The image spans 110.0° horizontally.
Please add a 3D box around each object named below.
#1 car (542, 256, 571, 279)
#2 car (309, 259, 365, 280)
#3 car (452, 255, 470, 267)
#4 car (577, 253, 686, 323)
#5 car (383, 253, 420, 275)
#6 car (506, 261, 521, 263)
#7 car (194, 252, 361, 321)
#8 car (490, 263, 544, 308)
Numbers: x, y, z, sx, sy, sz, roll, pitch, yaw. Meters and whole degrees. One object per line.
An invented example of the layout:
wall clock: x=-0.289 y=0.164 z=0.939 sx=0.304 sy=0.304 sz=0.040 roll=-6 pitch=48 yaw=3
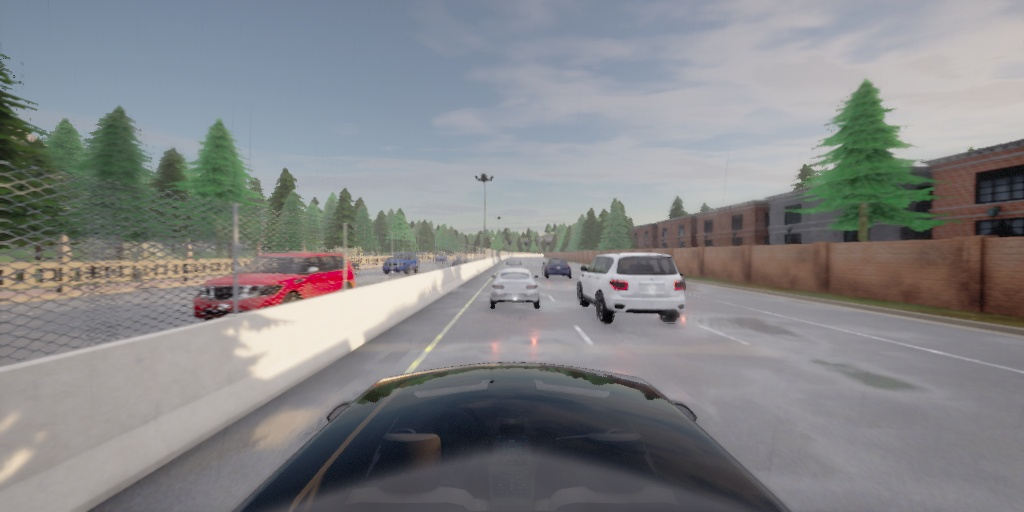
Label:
car: x=3.665 y=0.908 z=30.309 sx=2.097 sy=1.767 sz=4.553 roll=0 pitch=0 yaw=0
car: x=-14.028 y=1.007 z=29.143 sx=2.128 sy=1.511 sz=4.902 roll=0 pitch=0 yaw=0
car: x=-6.955 y=0.954 z=49.326 sx=1.994 sy=1.385 sz=4.181 roll=0 pitch=0 yaw=1
car: x=3.637 y=0.909 z=11.930 sx=2.150 sy=2.045 sz=5.566 roll=0 pitch=0 yaw=1
car: x=-10.510 y=0.710 z=34.547 sx=2.150 sy=2.045 sz=5.566 roll=0 pitch=0 yaw=0
car: x=0.174 y=1.107 z=35.951 sx=1.895 sy=1.301 sz=4.718 roll=0 pitch=0 yaw=0
car: x=-7.076 y=0.883 z=11.607 sx=2.150 sy=2.045 sz=5.566 roll=0 pitch=0 yaw=0
car: x=0.114 y=1.185 z=14.500 sx=1.812 sy=1.442 sz=4.674 roll=0 pitch=0 yaw=0
